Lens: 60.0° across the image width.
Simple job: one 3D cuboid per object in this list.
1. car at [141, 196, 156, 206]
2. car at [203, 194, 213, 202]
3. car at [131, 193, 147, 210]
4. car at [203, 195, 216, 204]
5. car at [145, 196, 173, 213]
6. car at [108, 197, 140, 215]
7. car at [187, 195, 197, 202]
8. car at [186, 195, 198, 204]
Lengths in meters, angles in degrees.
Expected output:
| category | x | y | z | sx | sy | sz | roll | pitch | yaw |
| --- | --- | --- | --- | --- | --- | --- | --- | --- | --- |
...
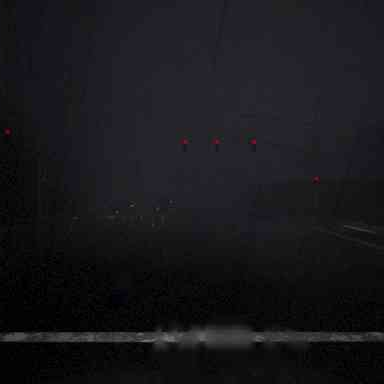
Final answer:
| category | x | y | z | sx | sy | sz | roll | pitch | yaw |
| --- | --- | --- | --- | --- | --- | --- | --- | --- | --- |
| car | -7.097 | 1.503 | 55.008 | 1.837 | 1.490 | 4.892 | 0 | 0 | 0 |
| car | 3.490 | 1.355 | 74.375 | 2.097 | 1.767 | 4.553 | 0 | 0 | 0 |
| car | -7.108 | 1.221 | 44.367 | 2.150 | 2.045 | 5.566 | 0 | 0 | 0 |
| car | 3.594 | 1.547 | 64.152 | 2.033 | 1.411 | 5.357 | 0 | 0 | 0 |
| car | -3.605 | 1.492 | 37.615 | 2.128 | 1.511 | 4.902 | 0 | 0 | 0 |
| car | -7.106 | 1.547 | 34.179 | 2.033 | 1.411 | 5.357 | 0 | 0 | 0 |
| car | -0.012 | 1.413 | 73.795 | 1.994 | 1.385 | 4.181 | 0 | 0 | 0 |
| car | -0.011 | 1.505 | 63.685 | 1.837 | 1.490 | 4.892 | 0 | 0 | 0 |
